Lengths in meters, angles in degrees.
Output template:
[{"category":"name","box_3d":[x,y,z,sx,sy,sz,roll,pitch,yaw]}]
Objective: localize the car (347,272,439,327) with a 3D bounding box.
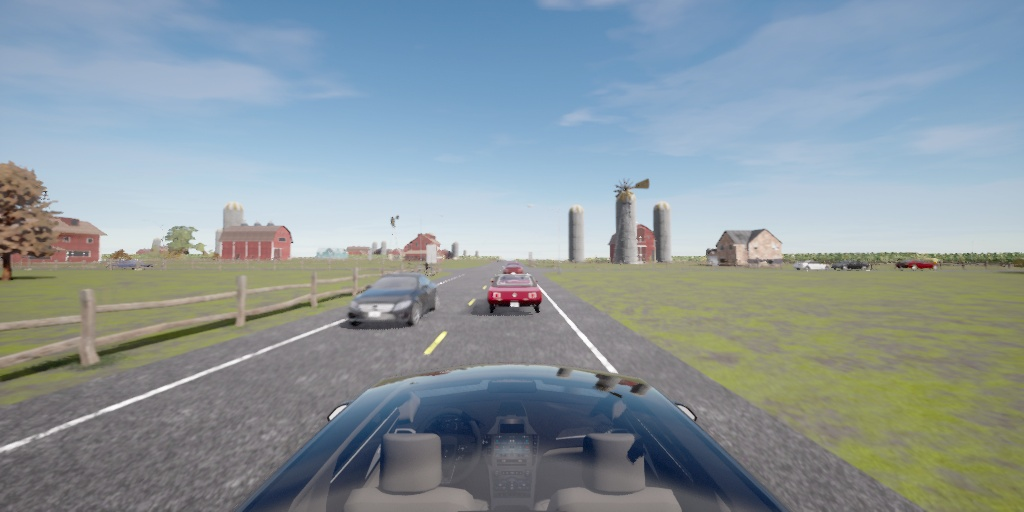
[{"category":"car","box_3d":[-3.600,1.281,11.735,1.812,1.442,4.674,0,0,0]}]

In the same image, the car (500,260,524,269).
[{"category":"car","box_3d":[0.108,1.300,32.280,1.812,1.442,4.674,0,0,0]}]

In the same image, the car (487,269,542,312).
[{"category":"car","box_3d":[0.098,1.357,14.304,1.895,1.301,4.718,0,0,0]}]
